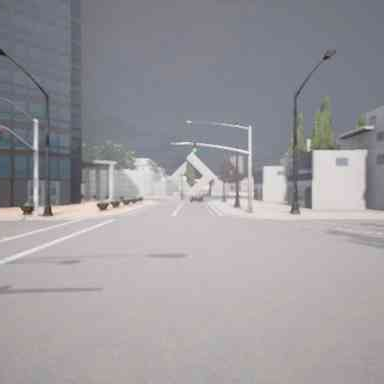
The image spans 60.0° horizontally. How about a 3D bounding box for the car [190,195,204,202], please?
[{"bbox_3d":[0.951,1.164,61.150,1.895,1.301,4.718,0,0,12],"label":"car"}]
